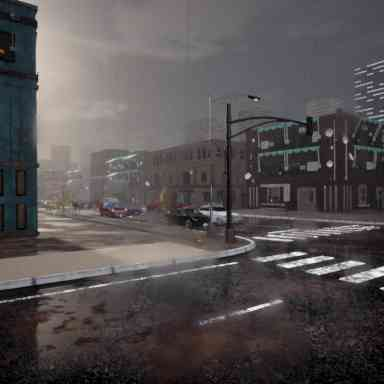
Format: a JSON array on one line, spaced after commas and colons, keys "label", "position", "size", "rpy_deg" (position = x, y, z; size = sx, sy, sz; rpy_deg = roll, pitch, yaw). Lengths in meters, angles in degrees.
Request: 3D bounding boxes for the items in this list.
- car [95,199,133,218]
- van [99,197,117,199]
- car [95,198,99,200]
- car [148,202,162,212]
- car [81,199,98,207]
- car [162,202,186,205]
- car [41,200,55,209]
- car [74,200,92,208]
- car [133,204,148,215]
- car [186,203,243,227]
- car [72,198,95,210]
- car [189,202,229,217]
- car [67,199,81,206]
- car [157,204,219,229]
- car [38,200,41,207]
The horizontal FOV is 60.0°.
[{"label": "car", "position": [-8.311, 1.846, 35.184], "size": [1.967, 1.590, 4.097], "rpy_deg": [-1, 0, -35]}, {"label": "van", "position": [-14.298, 1.907, 58.090], "size": [1.690, 1.788, 3.998], "rpy_deg": [-1, 0, -35]}, {"label": "car", "position": [-17.503, 1.940, 62.603], "size": [2.192, 1.841, 5.009], "rpy_deg": [-1, 0, -35]}, {"label": "car", "position": [-4.679, 1.966, 44.550], "size": [1.802, 1.307, 4.206], "rpy_deg": [-2, 0, -35]}, {"label": "car", "position": [-20.702, 2.227, 67.117], "size": [1.887, 1.381, 4.507], "rpy_deg": [-1, 0, -35]}, {"label": "car", "position": [-1.476, 1.904, 40.037], "size": [1.802, 1.307, 4.206], "rpy_deg": [-2, 0, -35]}, {"label": "car", "position": [-24.231, 2.232, 57.612], "size": [1.752, 1.417, 4.829], "rpy_deg": [-1, 0, -35]}, {"label": "car", "position": [-20.440, 2.191, 62.288], "size": [1.812, 1.442, 4.674], "rpy_deg": [-1, 0, -35]}, {"label": "car", "position": [-7.629, 1.955, 38.726], "size": [2.033, 1.411, 5.357], "rpy_deg": [-1, 0, -35]}, {"label": "car", "position": [1.810, 1.748, 25.426], "size": [1.812, 1.442, 4.674], "rpy_deg": [-1, 0, -35]}, {"label": "car", "position": [-17.700, 2.104, 53.073], "size": [2.128, 1.511, 4.902], "rpy_deg": [-1, 0, -35]}, {"label": "car", "position": [1.728, 1.810, 35.524], "size": [2.008, 1.369, 4.403], "rpy_deg": [-2, 0, -35]}, {"label": "car", "position": [-27.110, 2.364, 76.144], "size": [1.947, 1.339, 4.313], "rpy_deg": [-1, 0, -35]}, {"label": "car", "position": [-0.374, 1.814, 23.799], "size": [1.947, 1.339, 4.313], "rpy_deg": [-1, 0, -35]}, {"label": "car", "position": [-30.738, 2.376, 66.778], "size": [2.008, 1.369, 4.403], "rpy_deg": [-1, 0, -35]}]
